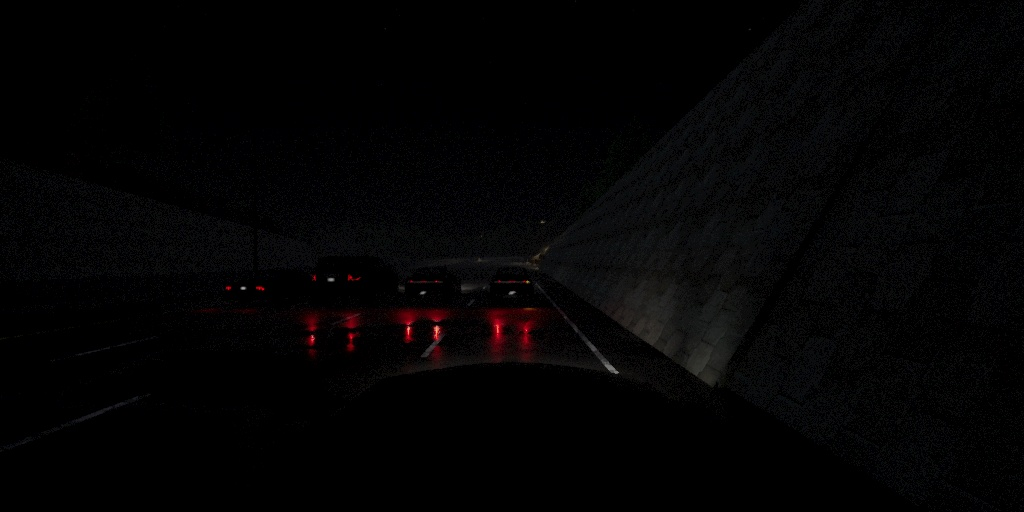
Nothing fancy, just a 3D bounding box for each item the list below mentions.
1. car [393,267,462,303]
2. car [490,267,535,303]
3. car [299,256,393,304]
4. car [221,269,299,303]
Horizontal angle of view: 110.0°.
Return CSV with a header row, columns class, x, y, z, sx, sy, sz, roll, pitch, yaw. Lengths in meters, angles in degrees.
class,x,y,z,sx,sy,sz,roll,pitch,yaw
car,-3.500,1.244,16.518,2.128,1.511,4.902,0,0,0
car,0.000,1.244,16.518,2.128,1.511,4.902,0,0,0
car,-7.000,1.006,16.548,2.150,2.045,5.566,0,0,0
car,-10.500,1.312,16.518,2.033,1.411,5.357,0,0,0
